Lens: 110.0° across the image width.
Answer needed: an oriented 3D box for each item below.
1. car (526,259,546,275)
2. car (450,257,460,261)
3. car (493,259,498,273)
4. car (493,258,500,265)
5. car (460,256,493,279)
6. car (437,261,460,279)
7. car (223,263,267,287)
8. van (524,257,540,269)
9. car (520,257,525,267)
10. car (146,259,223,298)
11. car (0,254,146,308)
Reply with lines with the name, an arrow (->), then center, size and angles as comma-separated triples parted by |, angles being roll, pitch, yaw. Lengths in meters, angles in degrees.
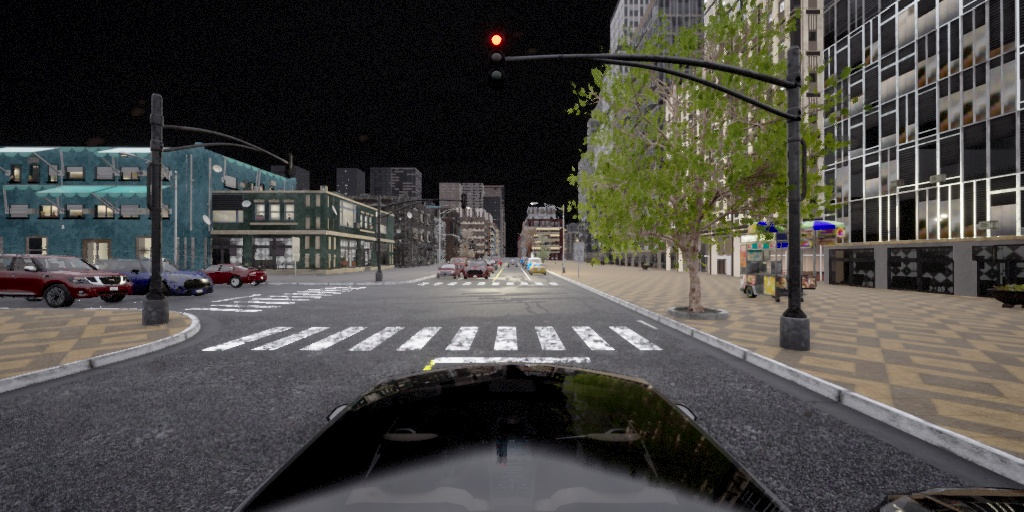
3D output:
car -> 2.711, 1.279, 38.223 | 1.751, 1.417, 4.829 | 0, 0, 0
car -> -5.669, 1.069, 38.055 | 2.192, 1.841, 5.009 | 0, 0, 0
car -> -3.077, 1.319, 42.115 | 1.994, 1.385, 4.181 | 0, 0, 0
car -> -3.062, 1.282, 52.197 | 1.812, 1.442, 4.674 | 0, 0, 0
car -> -3.082, 1.105, 32.201 | 2.097, 1.767, 4.553 | 0, 0, 0
car -> -5.672, 1.335, 32.504 | 1.802, 1.307, 4.207 | 0, 0, 0
car -> -17.265, 1.122, 21.502 | 4.507, 1.381, 1.888 | 0, 0, -1
van -> 2.715, 1.096, 43.604 | 1.690, 1.789, 3.998 | 0, 0, 0
car -> 2.720, 1.307, 54.706 | 2.007, 1.370, 4.403 | 0, 0, 0
car -> -15.850, 0.917, 15.672 | 4.553, 1.767, 2.097 | 1, 0, 1
car -> -17.151, 0.850, 13.122 | 5.009, 1.841, 2.192 | 0, 0, -1
